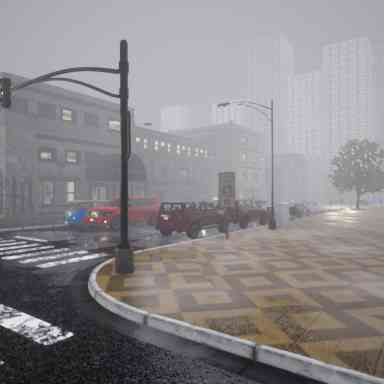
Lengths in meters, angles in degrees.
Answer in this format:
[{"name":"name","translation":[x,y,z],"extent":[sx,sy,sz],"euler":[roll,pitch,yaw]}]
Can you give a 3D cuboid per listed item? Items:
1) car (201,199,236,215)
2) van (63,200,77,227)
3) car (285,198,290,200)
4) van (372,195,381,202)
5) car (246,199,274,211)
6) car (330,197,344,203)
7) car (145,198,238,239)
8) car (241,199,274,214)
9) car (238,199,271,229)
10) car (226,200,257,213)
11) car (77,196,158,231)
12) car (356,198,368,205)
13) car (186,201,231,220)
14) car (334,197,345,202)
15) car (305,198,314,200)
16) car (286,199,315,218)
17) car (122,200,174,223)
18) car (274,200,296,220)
[{"name":"car","translation":[2.892,1.570,36.164],"extent":[1.967,1.590,4.097],"euler":[-1,-1,35]},{"name":"van","translation":[-6.699,1.414,22.648],"extent":[1.690,1.788,3.998],"euler":[-1,0,35]},{"name":"car","translation":[15.579,1.742,54.044],"extent":[1.752,1.417,4.829],"euler":[-1,-1,35]},{"name":"van","translation":[44.890,1.694,80.875],"extent":[1.690,1.788,3.998],"euler":[-1,-1,35]},{"name":"car","translation":[9.285,1.722,45.172],"extent":[2.008,1.369,4.403],"euler":[-1,-1,35]},{"name":"car","translation":[34.858,1.915,81.214],"extent":[2.008,1.369,4.403],"euler":[-1,-1,35]},{"name":"car","translation":[0.137,1.350,17.801],"extent":[2.192,1.841,5.009],"euler":[-1,-1,35]},{"name":"car","translation":[7.627,1.639,38.330],"extent":[1.837,1.490,4.892],"euler":[0,0,36]},{"name":"car","translation":[3.333,1.368,22.306],"extent":[2.192,1.841,5.009],"euler":[-1,-1,35]},{"name":"car","translation":[6.088,1.701,40.667],"extent":[2.008,1.369,4.403],"euler":[-1,-1,35]},{"name":"car","translation":[-4.246,1.285,21.626],"extent":[2.150,2.045,5.566],"euler":[0,0,35]},{"name":"car","translation":[32.104,1.801,62.851],"extent":[2.008,1.369,4.403],"euler":[-1,-1,35]},{"name":"car","translation":[1.592,1.622,29.835],"extent":[1.812,1.442,4.674],"euler":[0,0,36]},{"name":"car","translation":[38.055,1.935,85.719],"extent":[1.887,1.381,4.507],"euler":[-1,-1,35]},{"name":"car","translation":[22.072,1.815,63.194],"extent":[2.008,1.369,4.403],"euler":[-1,-1,35]},{"name":"car","translation":[9.728,1.657,31.315],"extent":[1.947,1.339,4.313],"euler":[-1,-1,35]},{"name":"car","translation":[-3.502,1.531,27.152],"extent":[1.967,1.590,4.097],"euler":[-1,-1,35]},{"name":"car","translation":[6.531,1.616,26.810],"extent":[1.887,1.381,4.507],"euler":[-1,-1,35]}]
